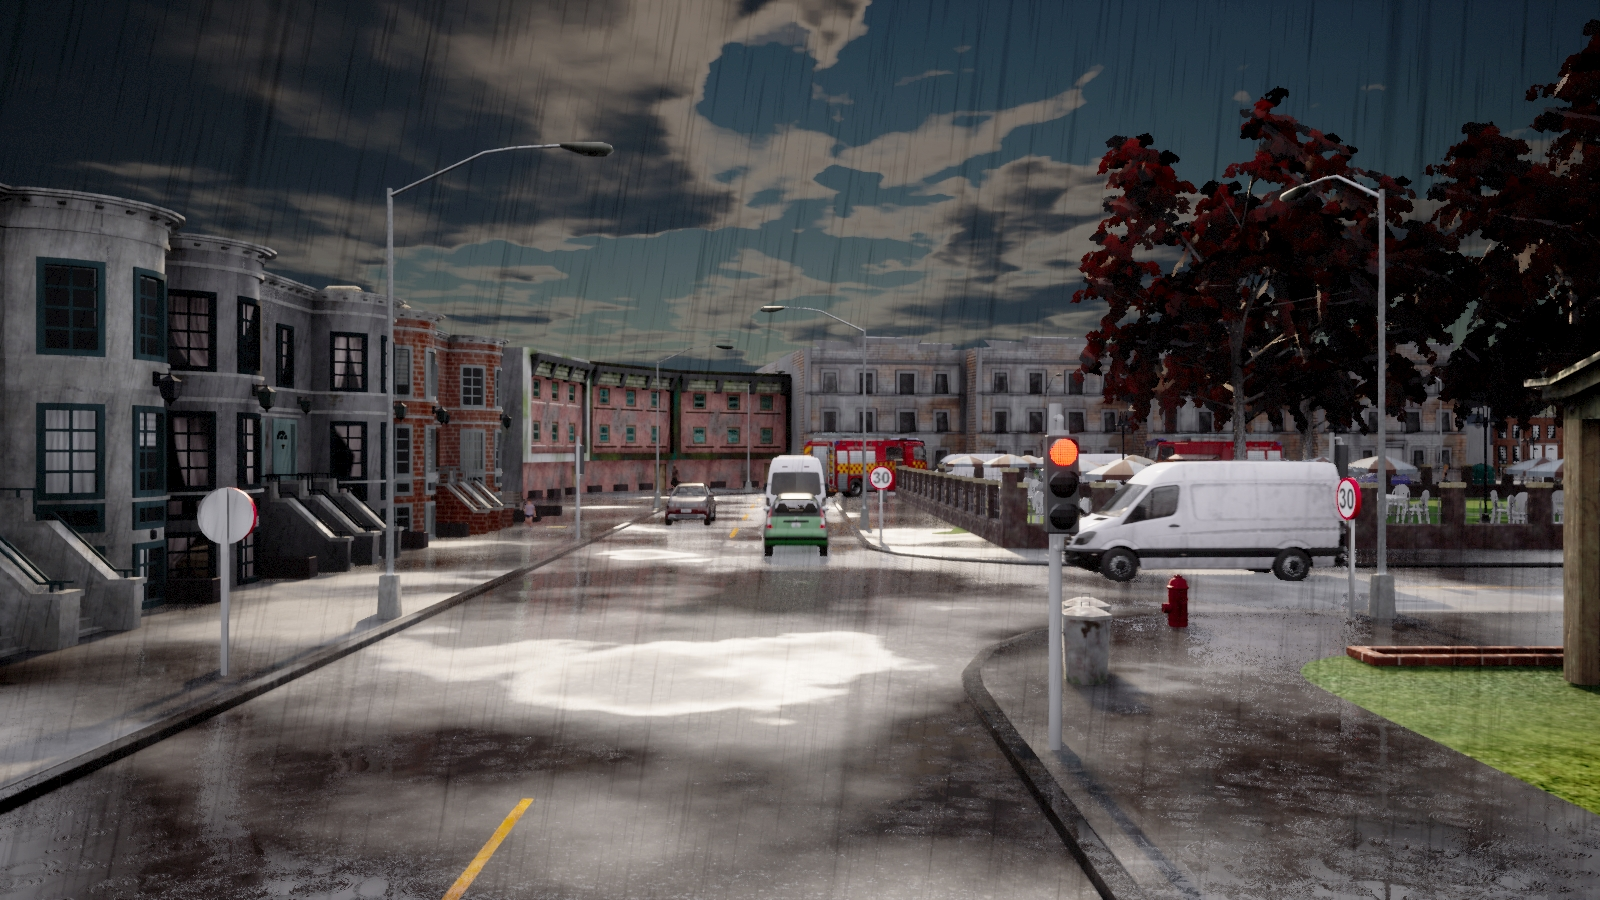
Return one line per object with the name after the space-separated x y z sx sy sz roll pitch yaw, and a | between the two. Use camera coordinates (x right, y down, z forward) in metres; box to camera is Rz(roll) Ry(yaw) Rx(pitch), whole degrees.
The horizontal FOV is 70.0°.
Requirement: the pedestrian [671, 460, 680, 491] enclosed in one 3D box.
-7.490 1.525 68.574 0.375 1.860 0.375 0 0 29 | pedestrian

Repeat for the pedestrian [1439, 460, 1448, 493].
37.267 1.524 66.199 0.375 1.860 0.375 0 0 17 | pedestrian

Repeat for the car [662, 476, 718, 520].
-4.154 1.806 43.645 1.789 1.549 3.705 0 0 0 | car

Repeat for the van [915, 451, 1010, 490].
10.550 1.314 74.428 5.915 2.561 1.988 0 0 0 | van

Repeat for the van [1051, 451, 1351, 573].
8.719 1.315 25.191 5.915 2.561 1.988 0 0 0 | van

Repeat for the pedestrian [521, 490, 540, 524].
-9.064 1.904 38.398 0.500 1.100 0.500 0 0 5 | pedestrian

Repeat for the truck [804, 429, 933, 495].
4.295 0.672 70.228 8.468 3.827 2.891 0 0 -43 | truck

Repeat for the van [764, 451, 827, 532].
-0.147 1.315 39.074 1.988 2.561 5.915 0 0 0 | van

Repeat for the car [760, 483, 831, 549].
-0.116 1.779 31.809 1.851 1.617 3.988 0 0 0 | car
